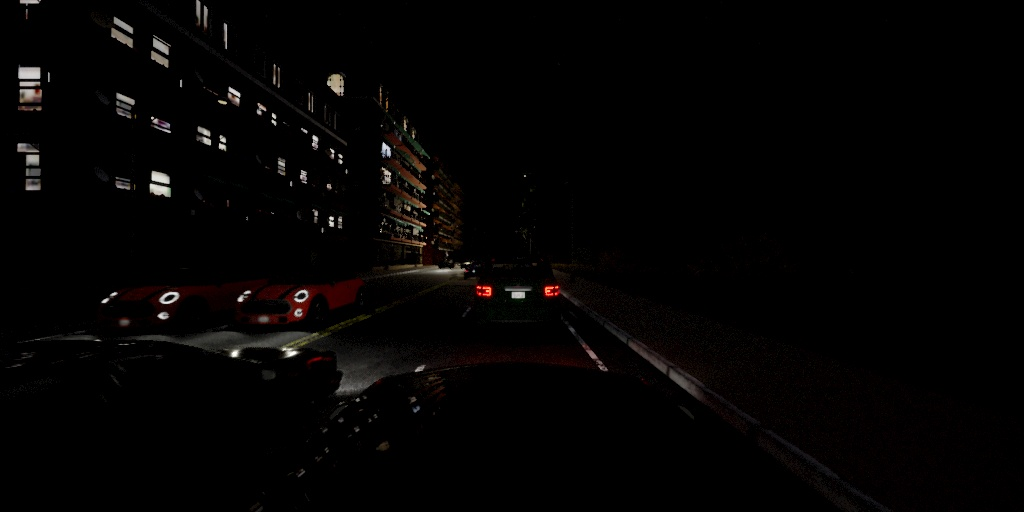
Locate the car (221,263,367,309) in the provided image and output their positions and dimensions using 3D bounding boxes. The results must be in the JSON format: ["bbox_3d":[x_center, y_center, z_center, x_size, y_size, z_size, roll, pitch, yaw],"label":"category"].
[{"bbox_3d":[-6.600,1.104,11.774,2.097,1.767,4.553,0,0,0],"label":"car"}]

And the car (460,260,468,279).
[{"bbox_3d":[-3.143,1.302,31.940,2.033,1.411,5.357,0,0,-1],"label":"car"}]

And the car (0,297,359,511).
[{"bbox_3d":[-3.155,1.297,2.260,2.033,1.411,5.357,0,0,0],"label":"car"}]

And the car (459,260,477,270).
[{"bbox_3d":[-6.584,1.300,53.678,2.033,1.411,5.357,0,0,0],"label":"car"}]

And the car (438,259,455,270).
[{"bbox_3d":[-9.830,1.244,53.941,2.128,1.511,4.902,0,0,0],"label":"car"}]

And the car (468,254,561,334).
[{"bbox_3d":[0.104,0.973,10.765,2.150,2.045,5.566,0,0,-1],"label":"car"}]

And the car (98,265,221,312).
[{"bbox_3d":[-9.850,1.104,11.357,2.097,1.767,4.553,0,0,0],"label":"car"}]
